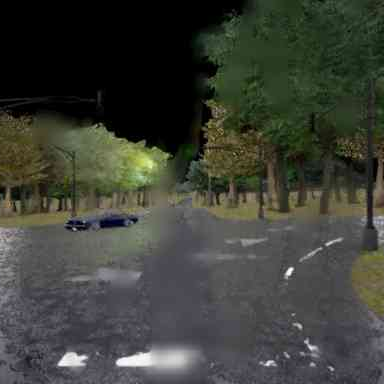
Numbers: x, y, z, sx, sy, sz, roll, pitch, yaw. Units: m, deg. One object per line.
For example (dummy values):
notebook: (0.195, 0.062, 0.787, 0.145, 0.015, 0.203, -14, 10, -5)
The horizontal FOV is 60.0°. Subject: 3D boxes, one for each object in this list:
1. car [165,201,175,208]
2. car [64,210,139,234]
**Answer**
car: (-4.734, 2.598, 71.000, 1.882, 1.535, 5.008, 0, -2, -1)
car: (-5.522, 1.794, 20.828, 1.895, 1.301, 4.718, -2, -1, 32)
